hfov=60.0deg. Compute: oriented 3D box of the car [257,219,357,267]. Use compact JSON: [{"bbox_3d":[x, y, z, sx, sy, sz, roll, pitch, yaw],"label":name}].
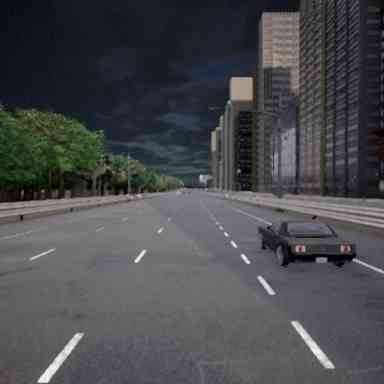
[{"bbox_3d":[3.499,1.545,11.177,1.895,1.301,4.718,0,0,0],"label":"car"}]
